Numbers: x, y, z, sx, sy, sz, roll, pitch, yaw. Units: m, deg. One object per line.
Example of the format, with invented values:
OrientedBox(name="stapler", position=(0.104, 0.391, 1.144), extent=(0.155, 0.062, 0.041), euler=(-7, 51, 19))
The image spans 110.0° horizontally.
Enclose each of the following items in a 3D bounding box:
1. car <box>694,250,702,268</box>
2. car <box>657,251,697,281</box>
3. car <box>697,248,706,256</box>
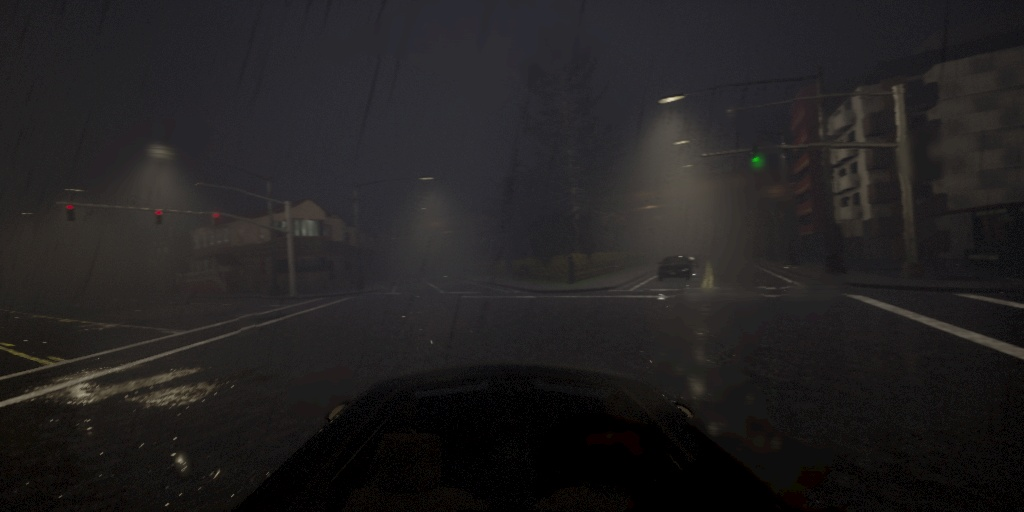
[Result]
OrientedBox(name="car", position=(17.255, 0.496, 35.306), extent=(1.994, 1.385, 4.181), euler=(-4, -1, 29))
OrientedBox(name="car", position=(10.801, 0.718, 23.616), extent=(1.882, 1.535, 5.008), euler=(-4, -1, 29))
OrientedBox(name="car", position=(25.046, 0.052, 49.376), extent=(2.128, 1.511, 4.902), euler=(-4, -1, 29))
